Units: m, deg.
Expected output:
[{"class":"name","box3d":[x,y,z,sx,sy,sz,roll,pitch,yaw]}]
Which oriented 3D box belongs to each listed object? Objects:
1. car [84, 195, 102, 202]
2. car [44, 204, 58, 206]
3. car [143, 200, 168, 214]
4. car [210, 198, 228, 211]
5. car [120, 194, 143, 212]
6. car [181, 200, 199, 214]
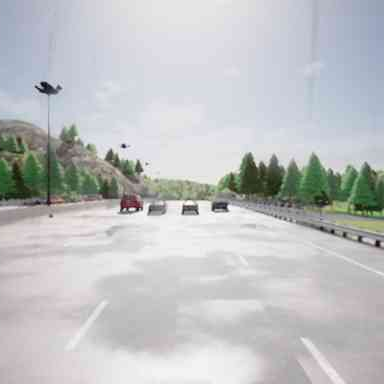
[{"class":"car","box3d":[-17.928,1.512,60.471,2.150,2.045,5.566,0,-1,0]},{"class":"car","box3d":[-24.921,1.644,60.132,2.097,1.767,4.553,0,-1,0]},{"class":"car","box3d":[-3.679,1.591,36.293,2.033,1.411,5.357,0,0,0]},{"class":"car","box3d":[3.309,1.523,41.030,1.882,1.535,5.008,0,0,0]},{"class":"car","box3d":[-7.186,1.281,40.096,2.150,2.045,5.566,0,0,-1]},{"class":"car","box3d":[-0.180,1.585,36.300,2.033,1.411,5.357,0,0,0]}]
